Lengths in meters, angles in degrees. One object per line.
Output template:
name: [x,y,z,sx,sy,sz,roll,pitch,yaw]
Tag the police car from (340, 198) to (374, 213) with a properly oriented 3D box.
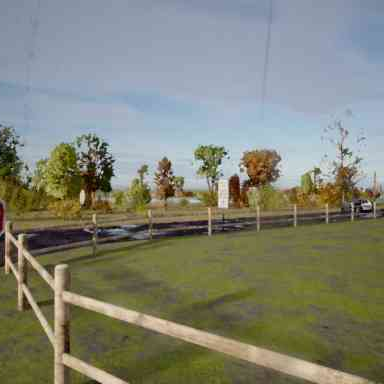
police car: [18.444,1.510,37.092,4.974,1.542,2.038,0,1,-37]
